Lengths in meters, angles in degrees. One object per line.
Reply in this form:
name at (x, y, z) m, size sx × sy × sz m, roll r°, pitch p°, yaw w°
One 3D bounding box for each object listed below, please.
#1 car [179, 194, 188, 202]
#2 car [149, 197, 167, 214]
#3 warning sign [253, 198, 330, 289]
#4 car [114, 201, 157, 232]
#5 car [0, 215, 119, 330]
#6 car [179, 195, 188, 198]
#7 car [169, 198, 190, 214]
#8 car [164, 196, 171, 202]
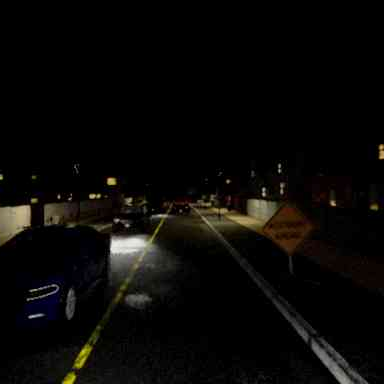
car at (-1.991, 1.443, 77.543) m, size 2.097 × 1.767 × 4.553 m, roll -3°, pitch -1°, yaw -2°
car at (-4.106, 1.610, 36.557) m, size 1.837 × 1.490 × 4.892 m, roll 0°, pitch 0°, yaw -2°
warning sign at (2.221, 1.111, 7.641) m, size 1.300 × 1.860 × 1.060 m, roll -3°, pitch -3°, yaw -2°
car at (-3.581, 1.556, 20.380) m, size 2.128 × 1.511 × 4.902 m, roll 0°, pitch 0°, yaw -2°
car at (-3.092, 1.517, 7.360) m, size 1.882 × 1.535 × 5.008 m, roll 0°, pitch 0°, yaw -2°
car at (-1.649, 1.613, 46.883) m, size 1.812 × 1.442 × 4.674 m, roll 0°, pitch 0°, yaw -2°
car at (-1.237, 1.668, 36.224) m, size 1.895 × 1.301 × 4.718 m, roll 0°, pitch 0°, yaw -2°
car at (-5.506, 1.631, 73.377) m, size 1.812 × 1.442 × 4.674 m, roll 0°, pitch 0°, yaw -2°
